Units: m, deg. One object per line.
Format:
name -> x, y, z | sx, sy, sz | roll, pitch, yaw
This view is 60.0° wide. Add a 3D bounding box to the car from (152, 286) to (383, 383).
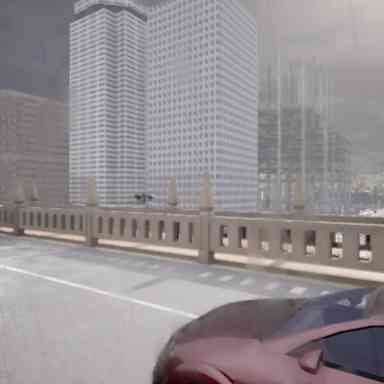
car -> 1.664, 1.564, 2.802 | 4.181, 1.385, 1.994 | 0, 0, 35
